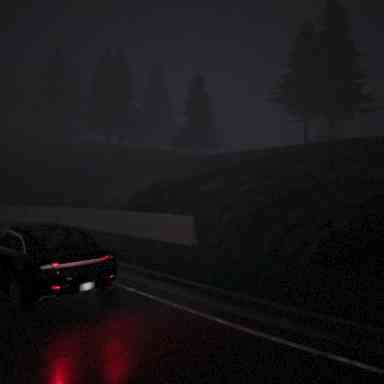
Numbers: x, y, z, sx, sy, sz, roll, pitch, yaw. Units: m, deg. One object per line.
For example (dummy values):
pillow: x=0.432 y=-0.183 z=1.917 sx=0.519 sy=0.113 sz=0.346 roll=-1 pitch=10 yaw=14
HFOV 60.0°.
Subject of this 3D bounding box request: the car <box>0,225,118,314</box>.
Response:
car: x=-3.673 y=1.528 z=7.828 sx=4.902 sy=1.511 sz=2.128 roll=0 pitch=0 yaw=44
